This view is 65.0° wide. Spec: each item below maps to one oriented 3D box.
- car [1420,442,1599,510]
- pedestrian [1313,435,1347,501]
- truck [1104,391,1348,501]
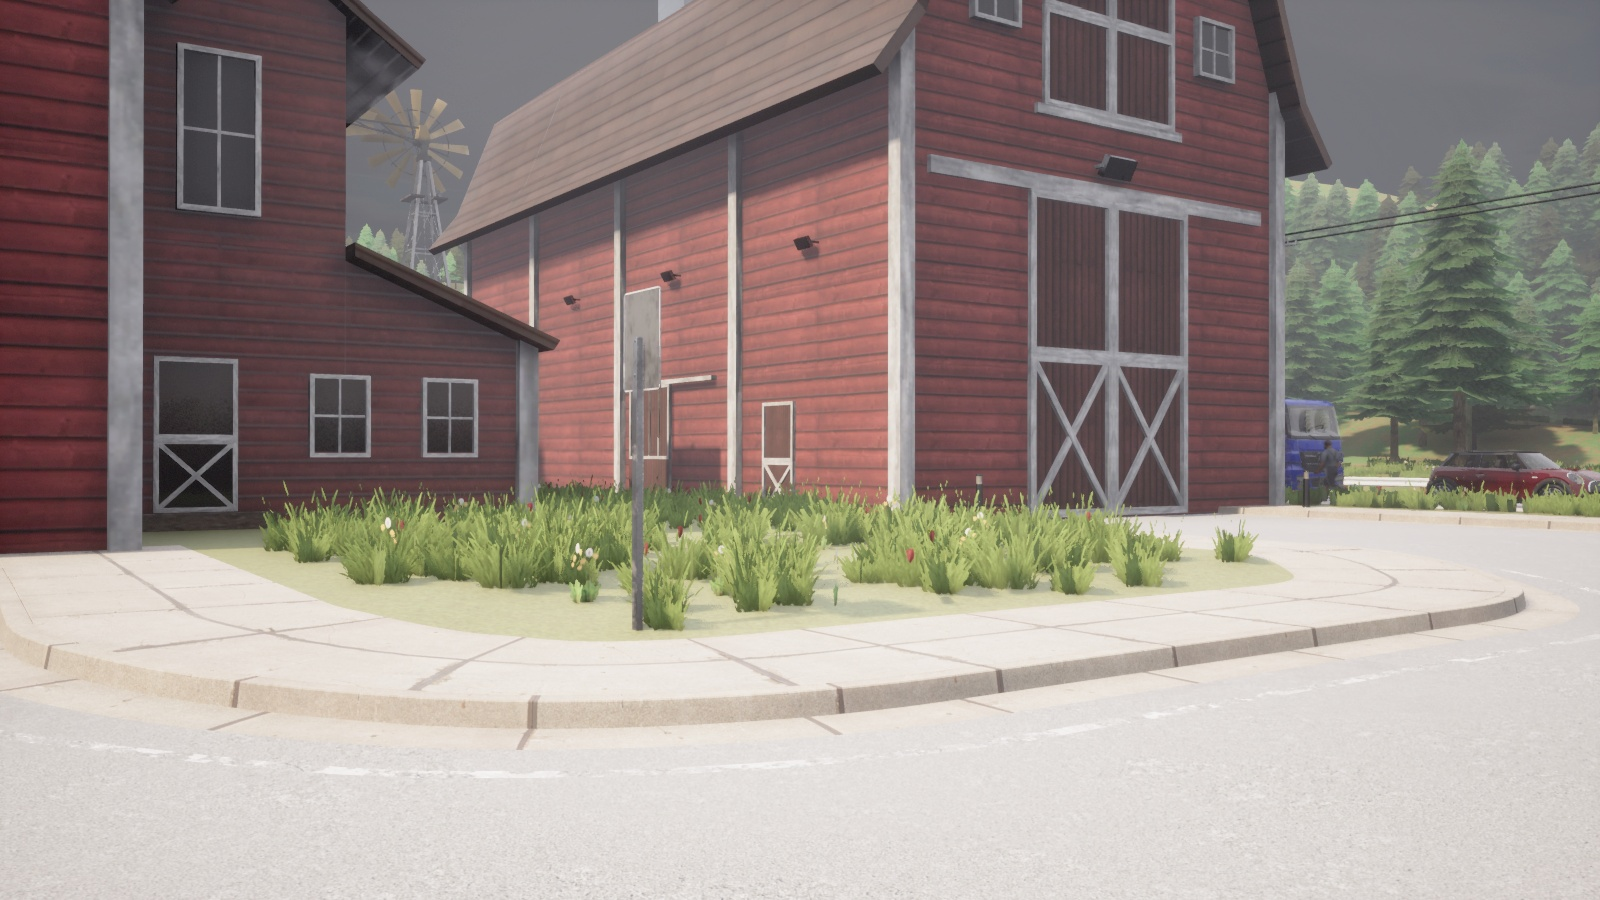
[{"bbox_3d":[20.188,0.691,35.237,2.097,1.767,4.553,0,0,-34],"label":"car"},{"bbox_3d":[15.038,0.503,35.621,0.540,1.848,0.694,0,0,-34],"label":"pedestrian"},{"bbox_3d":[14.570,-0.108,43.665,2.891,3.462,7.936,0,0,-34],"label":"truck"}]
